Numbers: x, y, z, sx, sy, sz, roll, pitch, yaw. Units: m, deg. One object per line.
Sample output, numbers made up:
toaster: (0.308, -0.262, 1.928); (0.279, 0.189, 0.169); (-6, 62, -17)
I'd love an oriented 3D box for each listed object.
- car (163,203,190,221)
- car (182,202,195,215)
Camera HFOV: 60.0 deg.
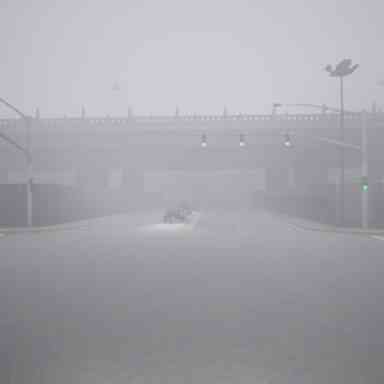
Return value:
car: (-1.543, 2.038, 31.817); (1.895, 1.301, 4.718); (0, -1, 4)
car: (-0.949, 2.072, 41.671); (1.837, 1.490, 4.892); (0, -1, 4)
